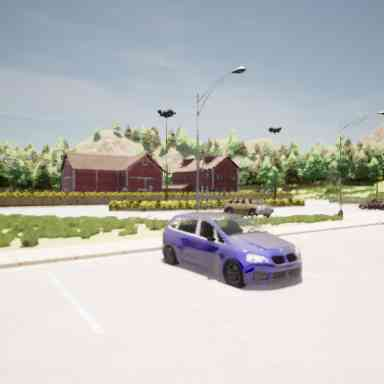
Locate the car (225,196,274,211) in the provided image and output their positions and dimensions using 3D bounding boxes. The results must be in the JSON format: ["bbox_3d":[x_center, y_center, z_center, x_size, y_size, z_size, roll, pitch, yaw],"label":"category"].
[{"bbox_3d":[4.807,1.314,28.637,1.932,1.855,4.605,0,0,-35],"label":"car"}]

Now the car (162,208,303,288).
[{"bbox_3d":[0.967,1.481,9.732,2.242,1.667,4.611,0,0,-35],"label":"car"}]

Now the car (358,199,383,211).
[{"bbox_3d":[23.091,1.535,41.716,1.784,1.438,3.905,0,0,-35],"label":"car"}]
